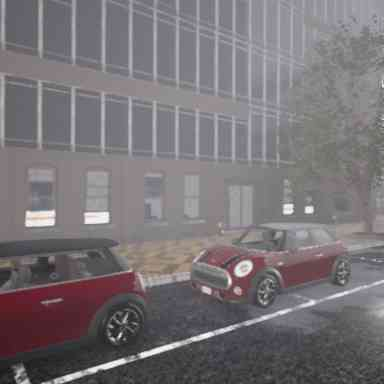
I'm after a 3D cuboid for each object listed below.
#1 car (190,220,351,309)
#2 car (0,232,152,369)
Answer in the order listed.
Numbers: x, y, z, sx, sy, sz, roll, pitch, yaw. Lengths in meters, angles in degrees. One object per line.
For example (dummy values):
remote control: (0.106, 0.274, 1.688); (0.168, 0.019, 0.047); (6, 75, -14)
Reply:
car: (1.932, 1.489, 7.932); (4.097, 1.590, 1.967); (1, 0, -35)
car: (-2.705, 1.442, 4.631); (4.097, 1.590, 1.967); (1, 0, -35)
